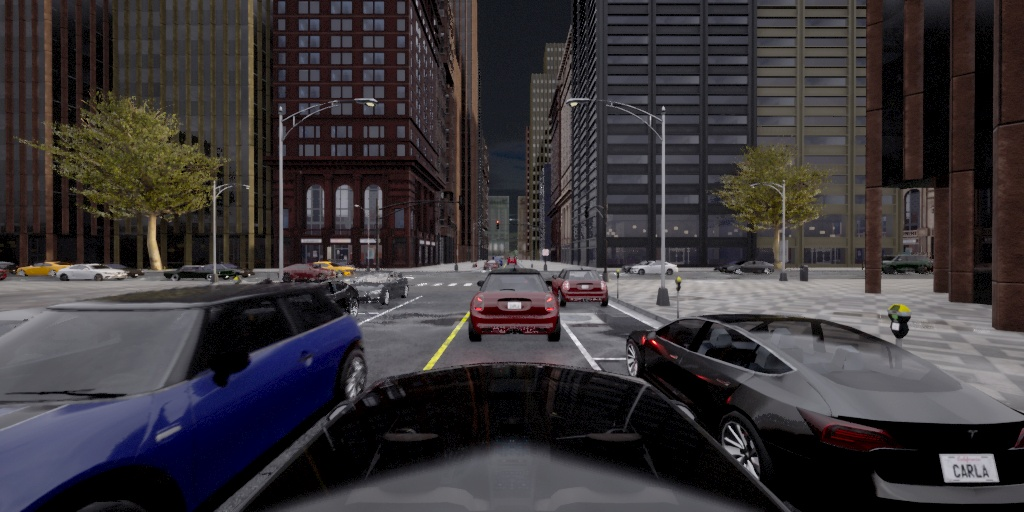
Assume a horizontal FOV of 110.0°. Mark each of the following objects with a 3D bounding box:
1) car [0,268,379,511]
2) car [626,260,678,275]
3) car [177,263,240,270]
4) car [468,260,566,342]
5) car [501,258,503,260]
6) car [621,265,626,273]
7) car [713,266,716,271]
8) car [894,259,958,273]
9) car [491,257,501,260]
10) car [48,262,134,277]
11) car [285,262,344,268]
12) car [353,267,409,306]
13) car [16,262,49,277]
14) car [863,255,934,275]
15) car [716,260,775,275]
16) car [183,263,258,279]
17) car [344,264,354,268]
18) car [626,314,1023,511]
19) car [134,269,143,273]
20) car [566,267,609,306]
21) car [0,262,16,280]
[{"bbox_3d":[-3.091,1.102,3.128,2.097,1.767,4.553,0,0,0],"label":"car"},{"bbox_3d":[14.688,1.234,37.118,4.674,1.442,1.812,0,0,1],"label":"car"},{"bbox_3d":[-26.340,1.445,30.361,4.718,1.301,1.895,0,0,0],"label":"car"},{"bbox_3d":[0.075,1.102,9.977,2.097,1.767,4.553,0,0,1],"label":"car"},{"bbox_3d":[-3.025,1.380,61.337,1.895,1.301,4.718,0,0,0],"label":"car"},{"bbox_3d":[14.726,1.218,40.360,4.674,1.442,1.812,0,0,0],"label":"car"},{"bbox_3d":[25.777,1.215,40.376,5.357,1.411,2.033,0,0,0],"label":"car"},{"bbox_3d":[46.478,1.106,40.329,5.008,1.535,1.882,0,0,0],"label":"car"},{"bbox_3d":[-3.022,1.296,51.981,1.812,1.442,4.674,0,0,1],"label":"car"},{"bbox_3d":[-35.551,1.396,30.353,4.674,1.442,1.812,0,0,0],"label":"car"},{"bbox_3d":[-17.240,1.345,30.371,4.674,1.442,1.812,0,0,-2],"label":"car"},{"bbox_3d":[-5.750,1.301,15.521,2.007,1.370,4.403,0,0,0],"label":"car"},{"bbox_3d":[-47.761,1.351,37.033,5.008,1.535,1.882,0,0,0],"label":"car"},{"bbox_3d":[39.789,0.875,37.121,5.566,2.045,2.150,0,0,0],"label":"car"},{"bbox_3d":[24.378,1.193,37.121,4.892,1.490,1.837,0,0,0],"label":"car"},{"bbox_3d":[-27.256,1.379,33.611,5.357,1.411,2.033,0,0,0],"label":"car"},{"bbox_3d":[-17.313,1.281,33.617,5.008,1.535,1.882,0,0,1],"label":"car"},{"bbox_3d":[2.764,1.316,4.242,1.948,1.339,4.313,0,0,0],"label":"car"},{"bbox_3d":[-37.890,1.409,33.597,5.357,1.411,2.033,0,0,-1],"label":"car"},{"bbox_3d":[2.775,1.191,15.514,1.967,1.591,4.097,0,0,0],"label":"car"},{"bbox_3d":[-46.039,1.378,30.379,5.008,1.535,1.882,0,0,1],"label":"car"}]
